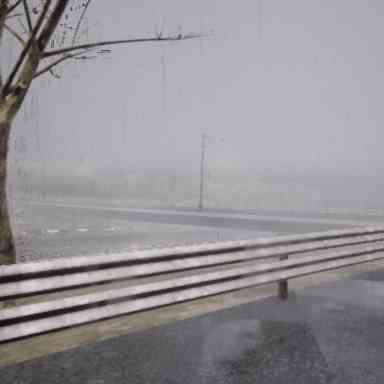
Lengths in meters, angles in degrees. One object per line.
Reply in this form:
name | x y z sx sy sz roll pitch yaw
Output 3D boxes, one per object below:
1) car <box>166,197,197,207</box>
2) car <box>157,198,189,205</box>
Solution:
car | -1.866 1.830 58.469 5.008 1.535 1.882 1 -2 31
car | -3.647 1.715 55.458 4.902 1.511 2.128 1 -2 31
